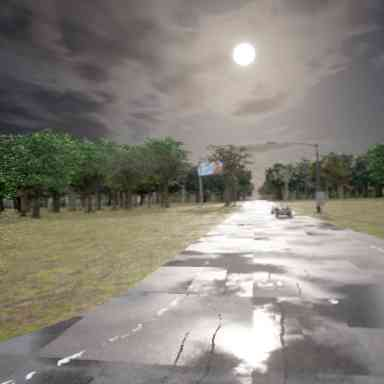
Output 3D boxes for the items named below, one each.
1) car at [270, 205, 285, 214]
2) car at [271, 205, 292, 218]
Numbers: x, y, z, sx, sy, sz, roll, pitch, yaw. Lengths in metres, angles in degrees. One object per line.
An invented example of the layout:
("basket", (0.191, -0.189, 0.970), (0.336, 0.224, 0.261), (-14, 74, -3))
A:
("car", (13.459, 2.704, 52.379), (1.895, 1.301, 4.718), (-2, -1, 11))
("car", (11.512, 2.403, 42.084), (2.128, 1.511, 4.902), (-2, -1, 11))
